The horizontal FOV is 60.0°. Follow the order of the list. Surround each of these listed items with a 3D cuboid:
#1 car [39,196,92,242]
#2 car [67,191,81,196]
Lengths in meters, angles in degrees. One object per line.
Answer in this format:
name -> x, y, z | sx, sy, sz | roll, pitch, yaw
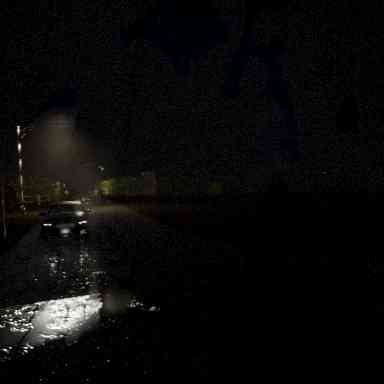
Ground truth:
car -> -5.647, 1.185, 15.017 | 2.128, 1.511, 4.902 | -3, 2, -19
car -> -16.959, 0.595, 47.754 | 1.994, 1.385, 4.181 | -3, 2, -19
